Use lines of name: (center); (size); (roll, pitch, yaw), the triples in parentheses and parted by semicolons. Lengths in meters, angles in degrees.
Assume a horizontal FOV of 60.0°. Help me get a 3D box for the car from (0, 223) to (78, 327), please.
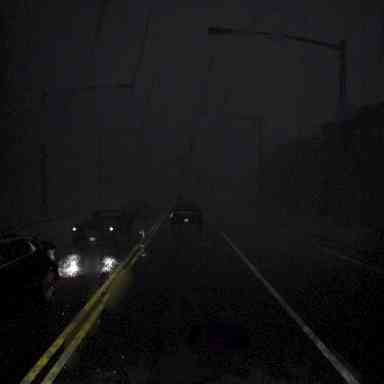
car: (-3.698, 1.470, 5.217); (2.128, 1.511, 4.902); (0, 0, -1)

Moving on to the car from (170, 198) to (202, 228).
car: (-0.368, 1.359, 21.102); (2.128, 1.511, 4.902); (0, 0, -1)

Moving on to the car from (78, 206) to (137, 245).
car: (-3.929, 1.518, 15.168); (1.895, 1.301, 4.718); (0, 0, -1)

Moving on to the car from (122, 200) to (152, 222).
car: (-4.156, 1.332, 25.268); (1.882, 1.535, 5.008); (0, 0, -1)
